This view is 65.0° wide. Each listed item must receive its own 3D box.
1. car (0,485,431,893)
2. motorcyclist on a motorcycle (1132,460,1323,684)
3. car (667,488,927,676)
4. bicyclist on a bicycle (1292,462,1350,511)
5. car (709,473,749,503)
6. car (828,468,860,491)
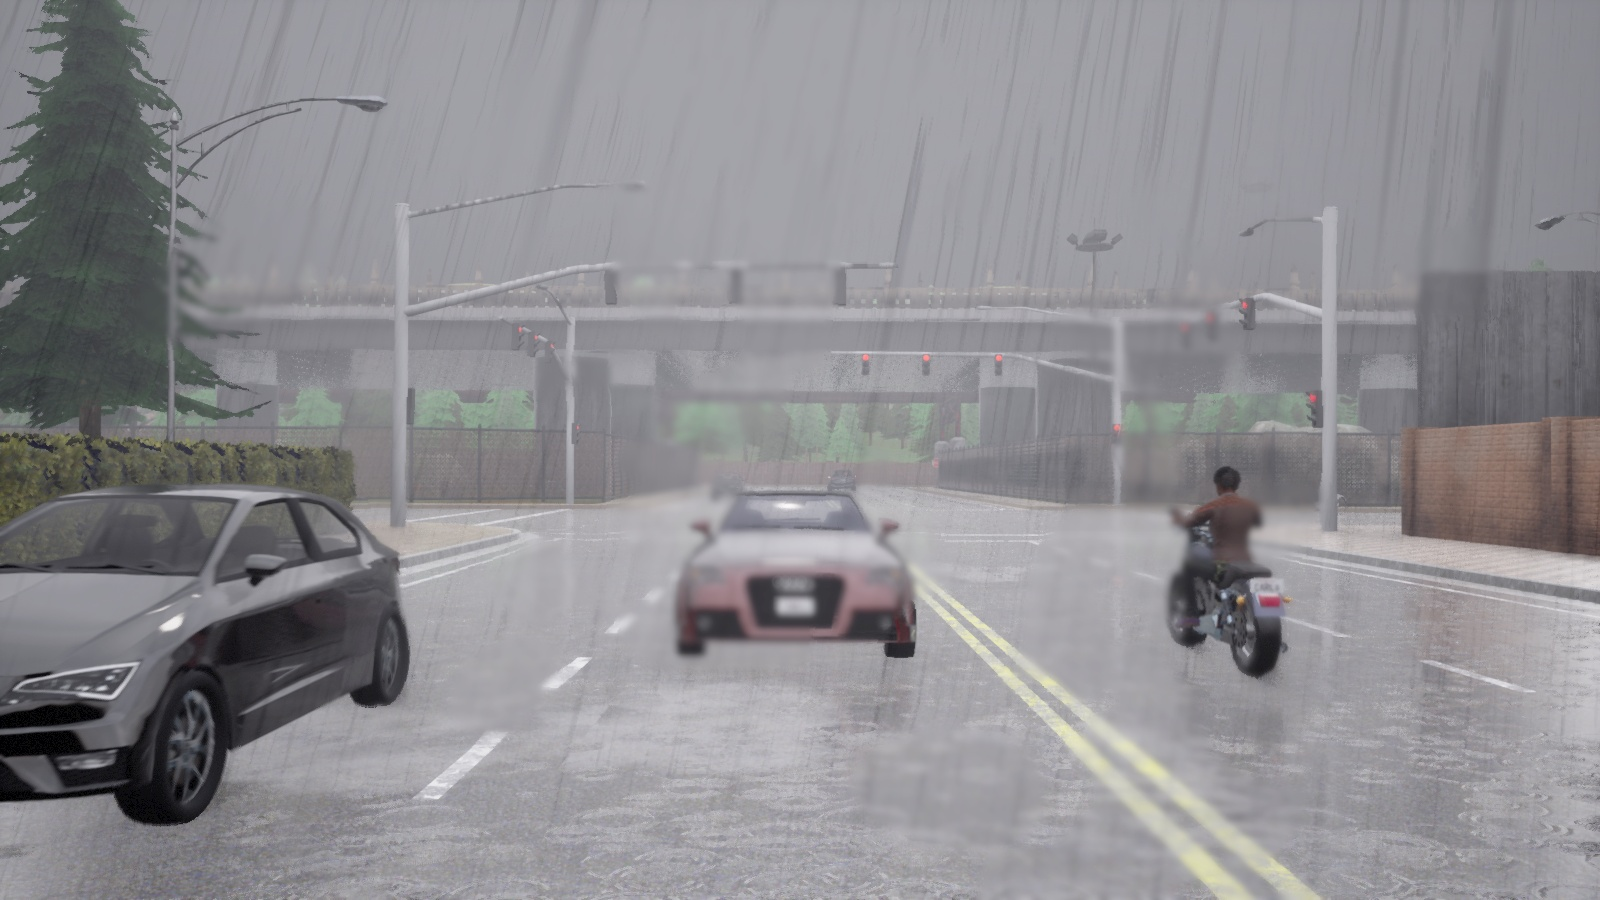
[{"bbox_3d":[-3.517,0.956,6.800,1.816,1.474,4.193,0,-1,0],"label":"car"},{"bbox_3d":[3.473,0.926,10.463,0.766,1.649,2.350,0,-1,0],"label":"motorcyclist on a motorcycle"},{"bbox_3d":[-0.029,1.075,11.738,1.994,1.385,4.181,0,-1,0],"label":"car"},{"bbox_3d":[18.956,1.319,45.688,1.843,1.776,0.659,0,-1,0],"label":"bicyclist on a bicycle"},{"bbox_3d":[-3.662,1.935,65.203,1.816,1.474,4.193,0,-1,0],"label":"car"},{"bbox_3d":[3.262,2.234,94.807,2.242,1.667,4.611,0,-1,0],"label":"car"}]
